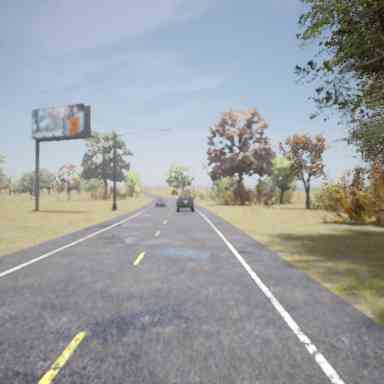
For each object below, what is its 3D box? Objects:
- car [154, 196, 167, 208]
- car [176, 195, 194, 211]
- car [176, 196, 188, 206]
[{"bbox_3d":[-5.101,1.764,54.160,1.837,1.490,4.892,0,0,-3],"label":"car"},{"bbox_3d":[-0.902,1.434,43.562,2.150,2.045,5.566,0,0,-3],"label":"car"},{"bbox_3d":[-1.958,1.640,62.844,2.097,1.767,4.553,0,0,-4],"label":"car"}]
